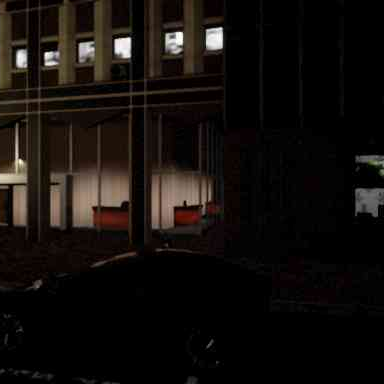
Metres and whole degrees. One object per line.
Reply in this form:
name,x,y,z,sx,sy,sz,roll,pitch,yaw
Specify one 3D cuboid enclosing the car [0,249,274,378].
car,-0.931,1.582,5.104,4.313,1.339,1.947,0,0,13
